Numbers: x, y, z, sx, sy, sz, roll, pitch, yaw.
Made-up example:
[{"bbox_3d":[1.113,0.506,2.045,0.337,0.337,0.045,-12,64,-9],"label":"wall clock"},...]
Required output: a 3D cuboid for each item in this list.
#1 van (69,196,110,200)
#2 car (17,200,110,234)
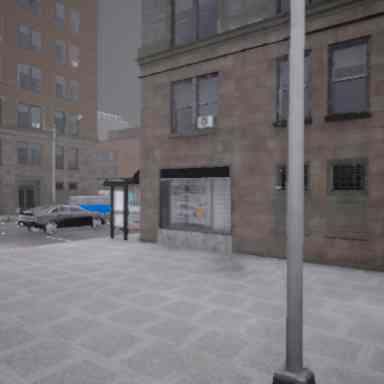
[{"bbox_3d":[-8.100,1.209,26.496,1.690,1.788,3.998,1,0,36],"label":"van"},{"bbox_3d":[-7.090,1.411,18.615,2.128,1.511,4.902,1,0,36],"label":"car"}]
